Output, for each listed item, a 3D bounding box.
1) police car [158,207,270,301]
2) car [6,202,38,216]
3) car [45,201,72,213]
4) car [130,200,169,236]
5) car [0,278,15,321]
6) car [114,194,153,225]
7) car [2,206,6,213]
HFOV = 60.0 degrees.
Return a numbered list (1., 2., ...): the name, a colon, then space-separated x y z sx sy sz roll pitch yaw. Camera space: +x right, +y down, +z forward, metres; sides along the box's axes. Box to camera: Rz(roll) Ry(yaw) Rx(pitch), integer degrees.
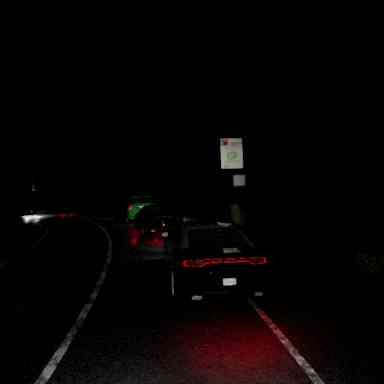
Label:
1. police car: 0.295 1.403 8.525 1.930 1.638 5.238 -1 0 -8
2. car: -20.611 2.111 40.944 2.128 1.511 4.902 -5 1 -44
3. car: -17.050 1.862 42.282 4.902 1.511 2.128 -2 2 45
4. car: -2.052 1.448 18.591 1.882 1.535 5.008 -2 0 -18
5. car: -3.639 1.612 3.139 1.895 1.301 4.718 0 0 -5
6. car: -4.263 1.213 24.490 2.150 2.045 5.566 -2 0 -23
7. car: -27.559 2.351 51.562 4.892 1.490 1.837 -3 2 34
